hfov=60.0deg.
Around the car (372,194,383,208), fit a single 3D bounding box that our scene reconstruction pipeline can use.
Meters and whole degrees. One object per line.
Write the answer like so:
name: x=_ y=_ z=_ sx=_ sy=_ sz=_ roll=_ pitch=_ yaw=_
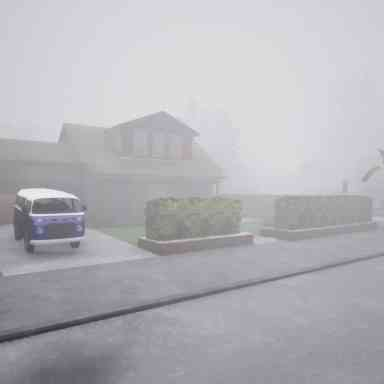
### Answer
car: x=24.018 y=0.986 z=40.753 sx=3.866 sy=1.878 sz=1.905 roll=0 pitch=0 yaw=0
